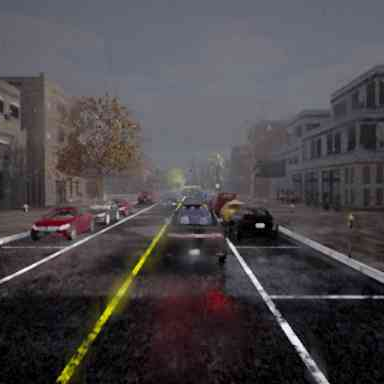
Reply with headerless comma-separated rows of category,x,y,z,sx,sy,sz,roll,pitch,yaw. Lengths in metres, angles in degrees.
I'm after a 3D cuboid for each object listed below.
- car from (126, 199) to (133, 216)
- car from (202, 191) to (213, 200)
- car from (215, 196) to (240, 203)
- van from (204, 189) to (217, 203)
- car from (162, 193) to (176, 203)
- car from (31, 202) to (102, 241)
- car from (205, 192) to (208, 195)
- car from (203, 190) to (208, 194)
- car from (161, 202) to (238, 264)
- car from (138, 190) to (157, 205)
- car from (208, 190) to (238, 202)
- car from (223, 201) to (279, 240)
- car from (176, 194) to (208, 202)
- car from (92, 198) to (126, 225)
car,-5.703,1.155,26.237,1.802,1.307,4.206,-1,1,0
car,2.663,0.554,59.697,1.752,1.417,4.829,-1,1,0
car,2.680,1.185,20.863,1.752,1.417,4.829,-1,1,0
van,2.665,0.554,48.429,1.690,1.788,3.998,-1,1,0
car,-3.107,0.783,47.004,2.033,1.411,5.357,0,1,0
car,-5.699,1.335,15.142,1.802,1.307,4.206,-1,1,0
car,2.672,0.975,37.338,1.802,1.307,4.206,-1,1,0
car,2.670,0.825,43.054,1.752,1.417,4.829,-1,1,0
car,0.061,1.311,11.039,2.128,1.511,4.902,0,1,0
car,-5.713,0.618,42.875,2.192,1.841,5.009,-1,1,0
car,2.675,0.888,26.239,2.192,1.841,5.009,-1,1,0
car,2.682,1.318,15.147,1.947,1.339,4.313,-1,1,0
car,0.059,1.117,26.468,2.033,1.411,5.357,0,1,0
car,-5.702,1.214,20.689,2.008,1.369,4.403,-1,1,0
